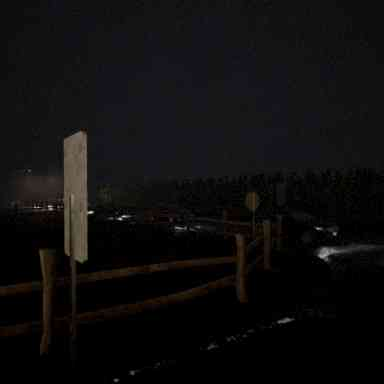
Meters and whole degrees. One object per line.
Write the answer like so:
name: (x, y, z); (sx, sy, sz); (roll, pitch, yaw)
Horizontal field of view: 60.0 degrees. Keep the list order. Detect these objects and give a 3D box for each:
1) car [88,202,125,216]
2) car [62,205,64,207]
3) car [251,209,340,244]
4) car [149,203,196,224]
car: (-9.273, 1.825, 36.633); (2.033, 1.411, 5.357); (0, 0, -36)
car: (-21.493, 2.047, 58.874); (1.994, 1.385, 4.181); (0, 0, -35)
car: (4.968, 1.603, 16.617); (1.812, 1.442, 4.674); (0, 0, -35)
car: (-1.586, 1.672, 25.827); (1.837, 1.490, 4.892); (0, 0, -35)
